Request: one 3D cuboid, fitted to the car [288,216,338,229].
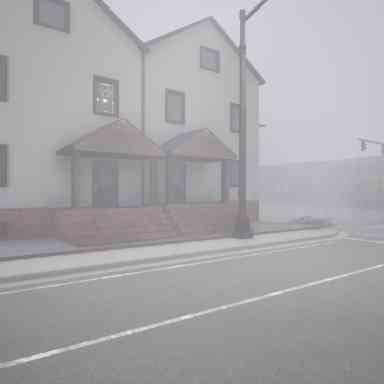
[{"bbox_3d":[10.183,2.845,29.085,2.128,1.511,4.902,-1,-13,-36],"label":"car"}]
